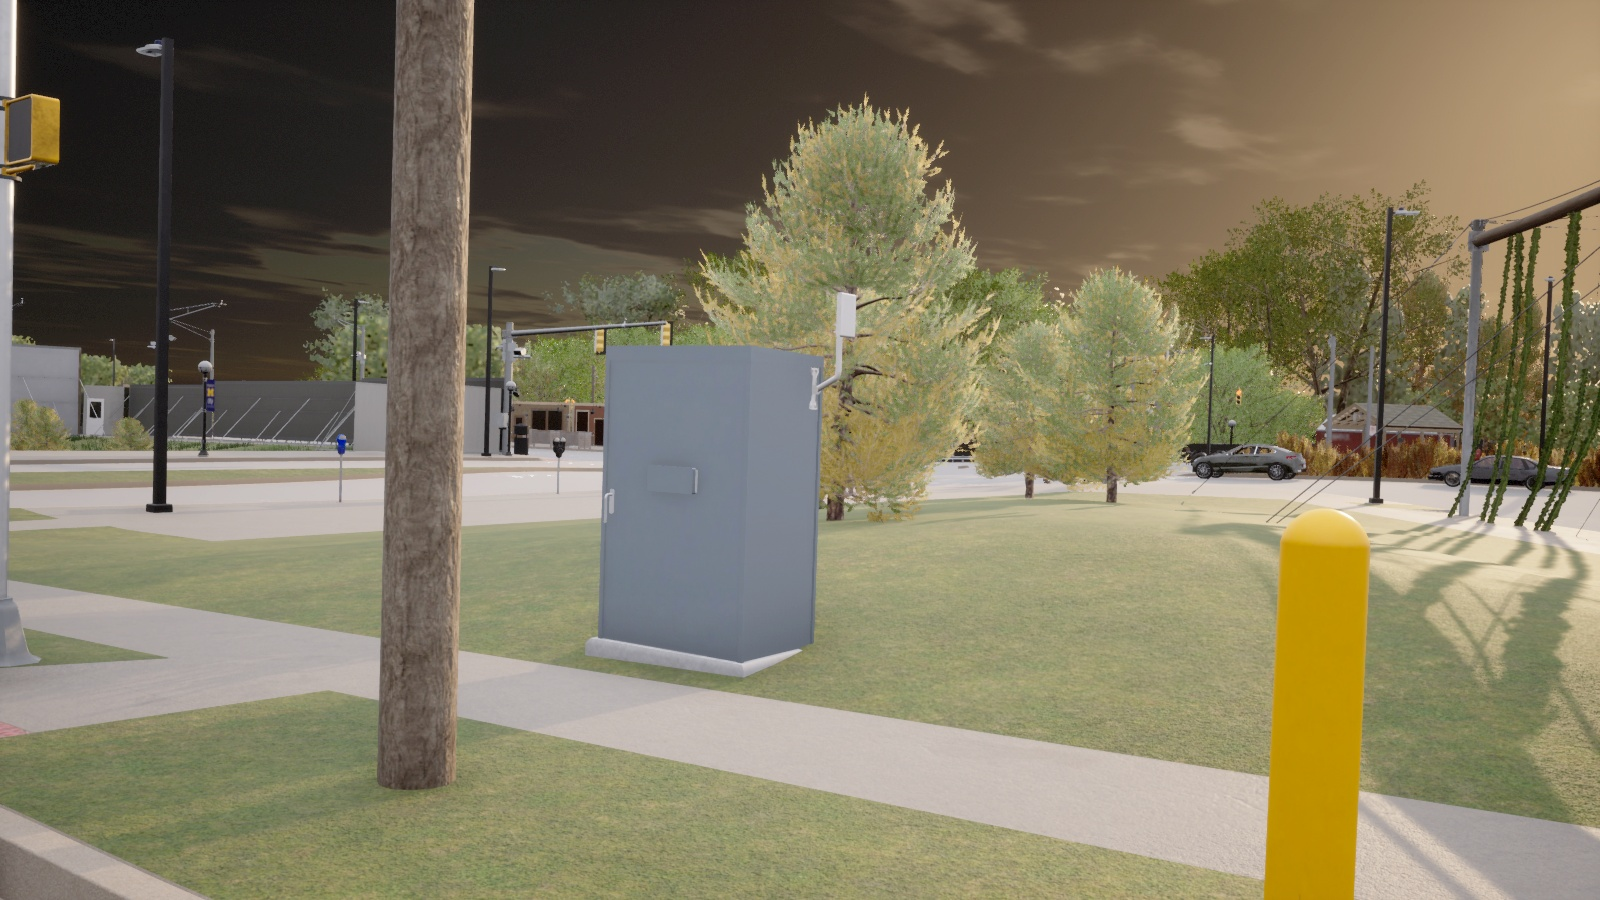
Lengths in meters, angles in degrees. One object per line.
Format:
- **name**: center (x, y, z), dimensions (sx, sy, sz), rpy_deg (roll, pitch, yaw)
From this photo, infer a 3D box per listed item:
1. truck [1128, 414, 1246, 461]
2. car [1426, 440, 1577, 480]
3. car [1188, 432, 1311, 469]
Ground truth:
- **truck**: center (29.141, -0.920, 94.736), dimensions (7.936, 3.462, 2.891), rpy_deg (0, 1, 35)
- **car**: center (29.460, 0.388, 52.818), dimensions (5.357, 1.411, 2.033), rpy_deg (2, 3, 34)
- **car**: center (20.980, 0.020, 58.643), dimensions (5.027, 1.651, 2.152), rpy_deg (0, 1, 35)
